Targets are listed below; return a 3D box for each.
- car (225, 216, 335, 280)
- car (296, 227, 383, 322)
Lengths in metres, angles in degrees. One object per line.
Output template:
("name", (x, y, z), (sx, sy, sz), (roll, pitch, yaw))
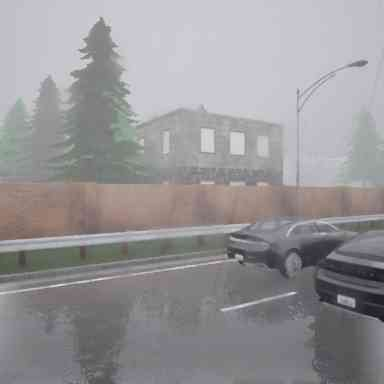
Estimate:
("car", (3.260, 1.491, 10.006), (4.902, 1.511, 2.128), (0, 0, -33))
("car", (4.492, 1.504, 6.633), (4.892, 1.490, 1.837), (0, 0, -33))
